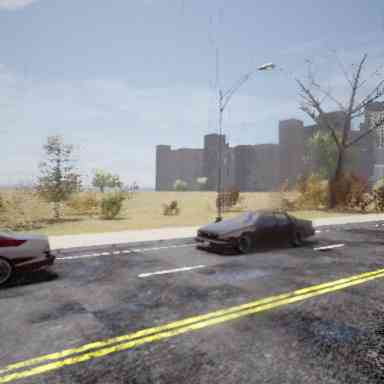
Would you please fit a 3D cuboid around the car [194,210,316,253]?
[{"bbox_3d":[2.735,1.458,13.452,5.357,1.411,2.033,0,1,-34],"label":"car"}]

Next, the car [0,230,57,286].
[{"bbox_3d":[-5.972,1.419,7.442,5.357,1.411,2.033,0,1,-35],"label":"car"}]
